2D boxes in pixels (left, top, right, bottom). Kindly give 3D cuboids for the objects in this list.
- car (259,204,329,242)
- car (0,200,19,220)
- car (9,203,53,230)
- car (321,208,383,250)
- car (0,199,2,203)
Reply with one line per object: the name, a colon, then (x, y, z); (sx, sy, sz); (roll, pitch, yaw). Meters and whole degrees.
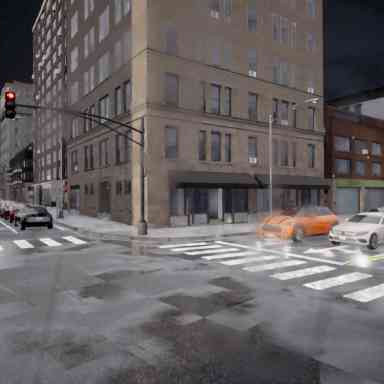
car: (5.606, 1.504, 17.260); (4.553, 1.767, 2.097); (0, -1, -35)
car: (-13.123, 1.546, 25.401); (1.887, 1.381, 4.507); (1, 0, -35)
car: (-9.973, 1.568, 20.855); (1.947, 1.339, 4.313); (1, 0, -35)
car: (8.179, 1.651, 15.077); (4.674, 1.442, 1.812); (0, -1, -34)
car: (-16.274, 1.552, 29.946); (2.008, 1.369, 4.403); (1, 0, -35)
